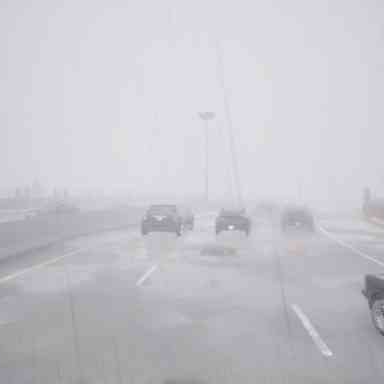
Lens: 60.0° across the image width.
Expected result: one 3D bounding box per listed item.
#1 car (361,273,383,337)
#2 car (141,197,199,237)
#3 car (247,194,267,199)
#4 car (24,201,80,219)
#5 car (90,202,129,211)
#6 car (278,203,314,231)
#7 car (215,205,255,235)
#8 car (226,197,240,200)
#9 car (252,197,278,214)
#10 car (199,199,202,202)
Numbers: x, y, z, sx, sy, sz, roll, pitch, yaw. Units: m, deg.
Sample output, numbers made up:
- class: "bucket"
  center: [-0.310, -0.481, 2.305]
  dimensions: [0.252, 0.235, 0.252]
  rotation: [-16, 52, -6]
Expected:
- class: "car"
  center: [3.787, 1.623, 3.653]
  dimensions: [1.895, 1.301, 4.718]
  rotation: [0, 0, 3]
- class: "car"
  center: [-1.203, 1.367, 18.563]
  dimensions: [2.097, 1.767, 4.553]
  rotation: [0, 0, 11]
- class: "car"
  center: [12.408, 1.442, 63.008]
  dimensions: [2.150, 2.045, 5.566]
  rotation: [0, 0, 39]
- class: "car"
  center: [-10.534, 1.471, 25.437]
  dimensions: [2.128, 1.511, 4.902]
  rotation: [0, 0, 15]
- class: "car"
  center: [-6.539, 1.526, 26.814]
  dimensions: [1.812, 1.442, 4.674]
  rotation: [0, 0, 16]
- class: "car"
  center: [6.605, 1.559, 21.232]
  dimensions: [1.837, 1.490, 4.892]
  rotation: [0, 0, 14]
- class: "car"
  center: [2.503, 1.538, 19.167]
  dimensions: [1.837, 1.490, 4.892]
  rotation: [0, 0, 13]
- class: "car"
  center: [7.693, 1.628, 62.638]
  dimensions: [1.812, 1.442, 4.674]
  rotation: [0, 0, 38]
- class: "car"
  center: [8.323, 1.584, 36.338]
  dimensions: [1.837, 1.490, 4.892]
  rotation: [0, 0, 24]
- class: "car"
  center: [-0.081, 1.611, 57.743]
  dimensions: [2.033, 1.411, 5.357]
  rotation: [0, 0, 33]
